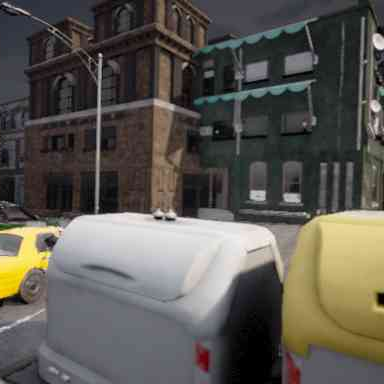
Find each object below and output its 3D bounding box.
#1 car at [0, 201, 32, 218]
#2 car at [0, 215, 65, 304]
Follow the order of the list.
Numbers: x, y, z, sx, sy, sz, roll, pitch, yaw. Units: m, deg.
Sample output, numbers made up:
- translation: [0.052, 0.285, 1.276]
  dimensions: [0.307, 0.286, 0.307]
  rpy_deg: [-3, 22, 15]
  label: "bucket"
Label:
- translation: [-6.204, 1.270, 9.958]
  dimensions: [2.435, 2.045, 5.566]
  rpy_deg: [0, -1, 16]
  label: "car"
- translation: [-3.710, 1.510, 8.331]
  dimensions: [1.946, 1.575, 5.366]
  rpy_deg: [0, -1, 16]
  label: "car"
